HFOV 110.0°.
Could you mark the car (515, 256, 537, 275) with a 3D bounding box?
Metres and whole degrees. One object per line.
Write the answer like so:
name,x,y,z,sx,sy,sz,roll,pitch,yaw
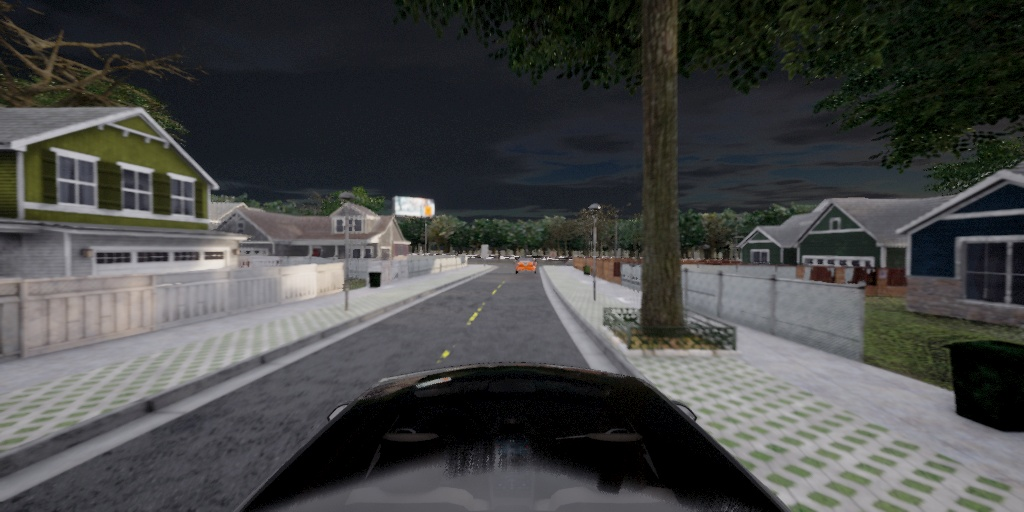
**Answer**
car,1.432,0.813,36.185,2.097,1.767,4.553,0,1,4
